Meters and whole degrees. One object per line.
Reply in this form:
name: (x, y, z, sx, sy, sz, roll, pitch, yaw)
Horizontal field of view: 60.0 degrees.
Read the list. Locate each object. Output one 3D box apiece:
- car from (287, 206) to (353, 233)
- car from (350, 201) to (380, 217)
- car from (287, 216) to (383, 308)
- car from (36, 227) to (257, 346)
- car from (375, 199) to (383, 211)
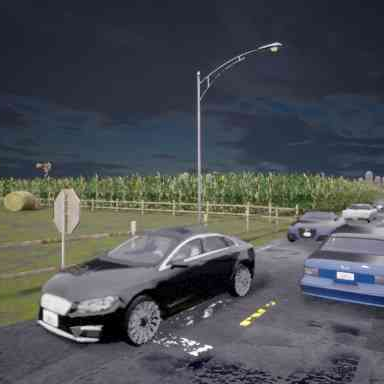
car: (5.957, 1.583, 15.583, 1.994, 1.385, 4.181, -1, 0, 35)
car: (13.013, 1.613, 25.745, 1.895, 1.301, 4.718, -1, 0, 35)
car: (4.172, 1.548, 8.011, 2.033, 1.411, 5.357, -1, 0, 35)
car: (-0.475, 1.518, 6.623, 2.128, 1.511, 4.902, -1, 0, 39)
car: (21.980, 1.522, 38.501, 2.128, 1.511, 4.902, -1, 0, 35)
